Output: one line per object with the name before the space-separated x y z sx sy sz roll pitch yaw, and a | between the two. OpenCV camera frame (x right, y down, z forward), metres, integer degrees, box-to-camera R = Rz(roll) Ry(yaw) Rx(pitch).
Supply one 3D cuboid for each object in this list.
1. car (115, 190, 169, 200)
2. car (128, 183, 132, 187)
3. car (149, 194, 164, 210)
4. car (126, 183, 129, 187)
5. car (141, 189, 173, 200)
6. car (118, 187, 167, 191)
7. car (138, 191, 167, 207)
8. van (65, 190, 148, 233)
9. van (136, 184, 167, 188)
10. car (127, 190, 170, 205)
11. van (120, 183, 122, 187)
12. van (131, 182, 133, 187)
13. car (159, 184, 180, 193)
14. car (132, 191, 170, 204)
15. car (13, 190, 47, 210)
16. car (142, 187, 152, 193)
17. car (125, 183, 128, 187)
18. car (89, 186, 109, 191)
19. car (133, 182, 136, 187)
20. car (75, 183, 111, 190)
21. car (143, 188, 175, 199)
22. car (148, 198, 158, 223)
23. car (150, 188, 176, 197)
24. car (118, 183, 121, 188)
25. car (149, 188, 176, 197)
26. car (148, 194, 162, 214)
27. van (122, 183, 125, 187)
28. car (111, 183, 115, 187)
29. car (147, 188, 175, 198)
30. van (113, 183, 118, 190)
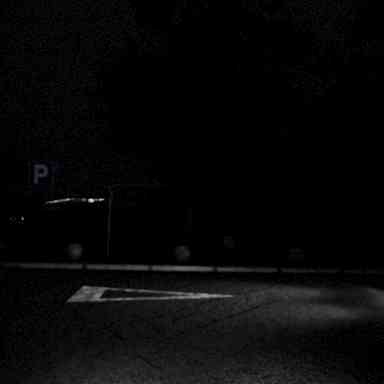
car | -5.067 0.929 32.292 5.008 1.535 2.097 2 2 -1
car | -19.058 -1.107 86.927 4.892 1.521 2.231 2 2 -1
car | -4.952 1.118 26.747 4.792 1.488 2.163 2 2 -1
car | -19.022 -0.975 84.127 4.674 1.452 2.002 2 2 -1
car | -5.430 0.409 51.711 4.792 1.488 2.163 2 2 -1
car | -5.084 0.726 35.063 4.553 1.767 2.185 2 2 -1
car | -5.033 1.009 29.518 4.892 1.521 2.231 2 2 -1
van | -4.950 1.098 18.416 4.442 1.987 1.878 2 2 -1
van | -5.182 0.315 46.159 4.442 1.987 1.878 2 2 -1
car | -5.218 0.692 40.614 5.008 1.535 2.097 2 2 -1
van | -18.985 -0.987 75.710 4.442 1.987 1.878 2 2 -1
van | -18.986 -1.424 89.727 4.442 1.987 1.878 2 2 -1
car | -6.013 -1.017 90.546 5.566 2.045 2.435 2 2 -1
car | -5.265 0.654 43.391 4.674 1.452 2.002 2 2 -1
car | -13.399 0.671 26.405 2.097 1.767 4.553 2 2 -1
car | -10.997 -0.548 82.099 1.895 1.301 4.718 2 2 -1
car | -18.942 -0.894 81.321 4.792 1.488 2.163 2 2 -1
car | -13.730 0.227 50.967 1.895 1.301 4.718 2 2 -1
car | -19.176 -1.555 92.522 5.566 2.045 2.435 2 2 -1
car | -18.661 -0.615 61.698 5.566 2.045 2.435 2 2 -1
car | -5.679 0.215 57.256 5.366 1.575 1.946 2 2 -1
car | -4.859 1.278 21.198 4.792 1.488 2.163 2 2 -1
car | -5.628 -0.008 65.581 5.008 1.535 2.097 2 2 -1
car | -18.835 -0.678 72.912 5.008 1.535 2.097 2 2 -1
car | -5.580 0.071 62.807 4.892 1.521 2.231 2 2 -1
car | -5.120 1.158 23.969 5.366 1.575 1.946 2 2 -1
van | -18.799 -1.062 78.514 4.442 1.987 1.878 2 2 -1
car | -18.734 -0.480 67.310 4.674 1.452 2.002 2 2 -1
car | -5.512 0.178 60.035 4.792 1.488 2.163 2 2 -1
van | -18.658 -0.820 70.106 4.442 1.987 1.878 2 2 -1
